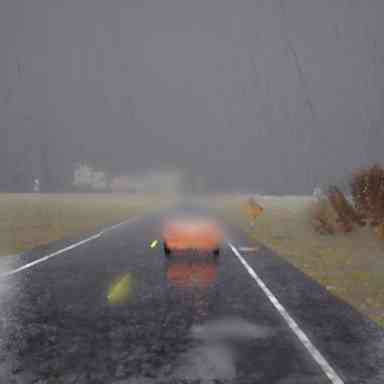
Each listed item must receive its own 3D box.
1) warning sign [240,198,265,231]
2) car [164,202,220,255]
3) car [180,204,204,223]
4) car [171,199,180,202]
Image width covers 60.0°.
[{"bbox_3d":[3.542,1.305,19.580,1.300,1.860,1.060,0,-1,0],"label":"warning sign"},{"bbox_3d":[0.000,1.486,14.081,2.097,1.767,4.553,0,-1,0],"label":"car"},{"bbox_3d":[0.001,1.848,29.324,1.994,1.385,4.181,0,-1,0],"label":"car"},{"bbox_3d":[-3.512,2.239,71.812,2.033,1.411,5.357,0,-1,0],"label":"car"}]
